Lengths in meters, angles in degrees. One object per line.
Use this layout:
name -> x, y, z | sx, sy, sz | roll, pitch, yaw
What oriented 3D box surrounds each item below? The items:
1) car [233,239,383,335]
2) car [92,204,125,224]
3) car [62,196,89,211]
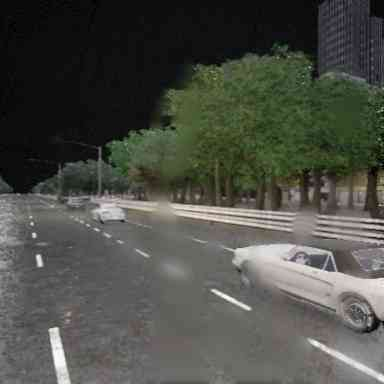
car -> 2.840, 1.655, 6.989 | 1.895, 1.301, 4.718 | 0, 0, -27
car -> -6.460, 1.630, 25.605 | 1.812, 1.442, 4.674 | 0, 0, -27
car -> -15.086, 1.628, 42.880 | 2.128, 1.511, 4.902 | 0, 0, -27
